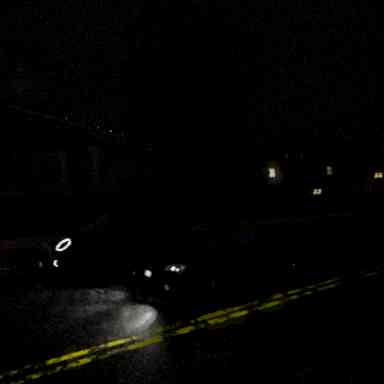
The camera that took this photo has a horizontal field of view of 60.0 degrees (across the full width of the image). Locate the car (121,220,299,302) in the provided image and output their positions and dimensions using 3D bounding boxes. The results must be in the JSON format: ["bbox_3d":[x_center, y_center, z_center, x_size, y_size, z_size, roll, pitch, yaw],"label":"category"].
[{"bbox_3d":[0.697,1.514,8.173,4.181,1.385,1.994,-1,0,-35],"label":"car"}]

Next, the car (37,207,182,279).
[{"bbox_3d":[-2.172,1.314,10.119,4.553,1.767,2.097,-1,0,-35],"label":"car"}]

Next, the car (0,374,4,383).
[{"bbox_3d":[-3.223,1.621,1.140,4.718,1.301,1.895,-1,0,-35],"label":"car"}]
